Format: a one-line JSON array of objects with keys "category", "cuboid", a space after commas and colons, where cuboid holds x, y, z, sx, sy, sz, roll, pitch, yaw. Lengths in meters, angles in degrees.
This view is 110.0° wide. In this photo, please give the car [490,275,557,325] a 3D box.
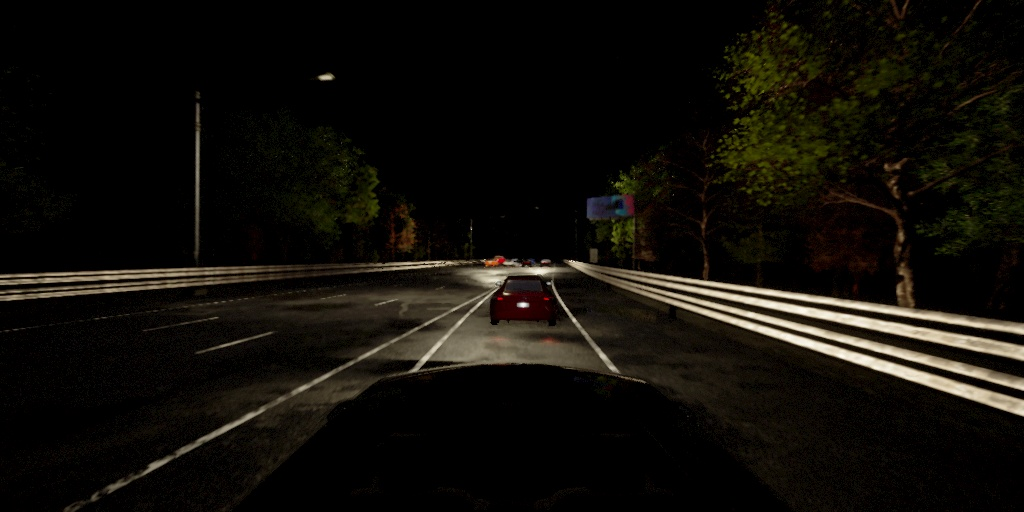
[{"category": "car", "cuboid": [0.389, 1.327, 11.901, 1.994, 1.385, 4.181, 0, 0, 2]}]
